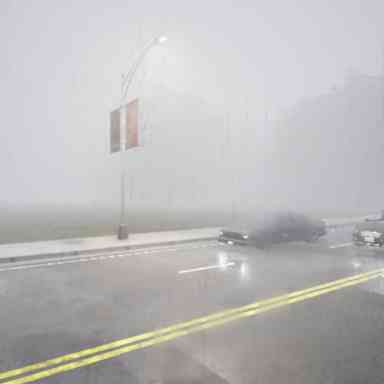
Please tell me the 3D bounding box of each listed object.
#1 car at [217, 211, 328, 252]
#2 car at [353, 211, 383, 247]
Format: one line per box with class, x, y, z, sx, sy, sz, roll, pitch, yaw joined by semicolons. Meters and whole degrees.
car;3.631;1.555;14.255;5.357;1.411;2.033;0;0;-36
car;8.594;1.503;13.803;4.902;1.511;2.128;0;0;-35
